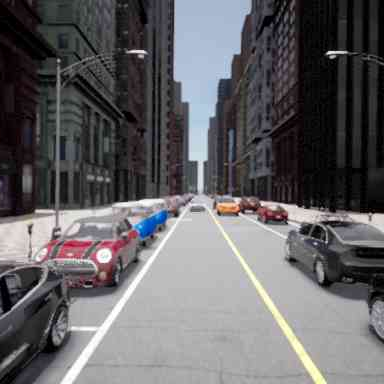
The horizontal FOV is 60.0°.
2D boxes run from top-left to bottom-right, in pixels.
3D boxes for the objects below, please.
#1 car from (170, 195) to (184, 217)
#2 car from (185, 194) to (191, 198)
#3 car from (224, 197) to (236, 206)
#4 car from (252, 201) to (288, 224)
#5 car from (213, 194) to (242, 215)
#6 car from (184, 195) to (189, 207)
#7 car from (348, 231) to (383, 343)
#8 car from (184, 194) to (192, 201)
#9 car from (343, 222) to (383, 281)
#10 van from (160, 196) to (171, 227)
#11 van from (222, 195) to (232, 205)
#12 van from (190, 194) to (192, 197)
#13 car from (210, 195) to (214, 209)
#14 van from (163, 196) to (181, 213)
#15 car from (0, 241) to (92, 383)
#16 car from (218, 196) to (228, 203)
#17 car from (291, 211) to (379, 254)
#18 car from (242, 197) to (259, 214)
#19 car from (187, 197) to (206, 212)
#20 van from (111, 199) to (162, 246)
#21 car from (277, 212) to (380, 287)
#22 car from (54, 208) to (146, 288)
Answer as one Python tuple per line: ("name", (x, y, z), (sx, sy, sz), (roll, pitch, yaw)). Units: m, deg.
("car", (-2.244, 1.337, 31.638), (2.192, 1.841, 5.009), (0, 0, 1))
("car", (-1.658, 1.662, 65.452), (1.947, 1.339, 4.313), (0, 0, 1))
("car", (6.771, 1.691, 59.851), (1.752, 1.417, 4.829), (0, 0, 1))
("car", (6.180, 1.640, 25.869), (1.887, 1.381, 4.507), (0, 0, 1))
("car", (3.623, 1.436, 34.643), (2.097, 1.767, 4.553), (1, 0, 1))
("car", (-1.854, 1.613, 54.181), (1.887, 1.381, 4.507), (0, 0, 1))
("car", (3.817, 1.520, 3.452), (1.882, 1.535, 5.008), (1, 0, -1))
("car", (-1.167, 1.482, 93.632), (2.192, 1.841, 5.009), (0, 0, 1))
("car", (5.886, 1.650, 8.963), (1.802, 1.307, 4.206), (0, 0, 1))
("van", (-2.440, 1.343, 20.367), (1.690, 1.788, 3.998), (0, 0, 1))
("van", (6.867, 1.521, 65.317), (1.690, 1.788, 3.998), (0, 0, 1))
("van", (-1.461, 1.465, 76.725), (1.690, 1.788, 3.998), (0, 0, 1))
("car", (3.760, 1.611, 45.122), (1.837, 1.490, 4.892), (1, 0, 1))
("van", (-2.146, 1.373, 37.273), (1.690, 1.788, 3.998), (0, 0, 1))
("car", (-2.735, 1.543, 3.460), (1.947, 1.339, 4.313), (0, 0, 1))
("car", (7.062, 1.648, 76.588), (1.967, 1.590, 4.097), (0, 0, 1))
("car", (5.984, 1.628, 14.599), (2.008, 1.369, 4.403), (0, 0, 1))
("car", (6.378, 1.431, 37.140), (2.192, 1.841, 5.009), (0, 0, 1))
("car", (0.661, 1.665, 39.801), (1.895, 1.301, 4.718), (1, 0, 1))
("van", (-2.538, 1.334, 14.731), (1.690, 1.788, 3.998), (0, 0, 1))
("car", (4.035, 1.557, 9.472), (1.837, 1.490, 4.892), (1, 0, 1))
("car", (-2.636, 1.425, 9.096), (1.967, 1.590, 4.097), (0, 0, 1))
